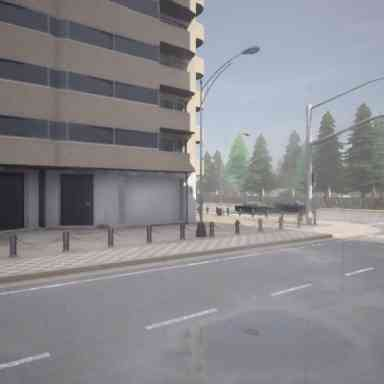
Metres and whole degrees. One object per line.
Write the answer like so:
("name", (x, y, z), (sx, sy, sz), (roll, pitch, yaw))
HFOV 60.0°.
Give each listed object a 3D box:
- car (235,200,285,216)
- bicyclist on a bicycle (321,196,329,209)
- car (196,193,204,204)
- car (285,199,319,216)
("car", (6.608, 1.656, 33.669), (1.895, 1.301, 4.718), (0, 0, -36))
("bicyclist on a bicycle", (17.379, 1.356, 43.494), (1.656, 1.620, 0.582), (0, 0, -36))
("car", (-0.048, 1.277, 61.101), (2.150, 2.045, 5.566), (0, 0, -35))
("car", (10.586, 1.533, 34.136), (1.882, 1.535, 5.008), (0, 0, -36))
